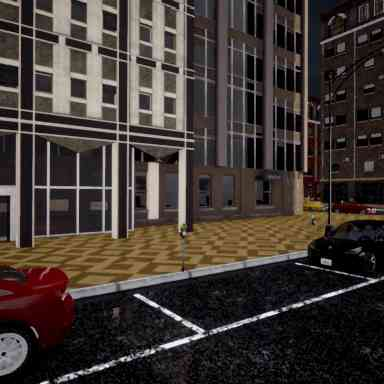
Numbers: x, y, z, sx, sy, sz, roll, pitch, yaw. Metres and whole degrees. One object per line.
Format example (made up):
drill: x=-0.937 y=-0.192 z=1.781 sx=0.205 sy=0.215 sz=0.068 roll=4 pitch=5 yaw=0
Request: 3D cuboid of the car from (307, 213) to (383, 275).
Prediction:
car: x=5.494 y=1.567 z=10.497 sx=4.313 sy=1.339 sz=1.947 roll=0 pitch=0 yaw=-36

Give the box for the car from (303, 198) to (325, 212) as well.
car: x=12.331 y=1.468 z=36.633 sx=1.752 sy=1.417 sz=4.829 roll=0 pitch=0 yaw=-36

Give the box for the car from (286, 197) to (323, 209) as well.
car: x=15.625 y=1.500 z=46.401 sx=1.752 sy=1.417 sz=4.829 roll=0 pitch=0 yaw=-36

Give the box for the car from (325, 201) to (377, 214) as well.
car: x=15.538 y=1.535 z=32.174 sx=1.802 sy=1.307 sz=4.206 roll=0 pitch=0 yaw=-36

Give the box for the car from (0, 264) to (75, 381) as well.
car: x=-3.756 y=1.545 z=3.874 sx=4.507 sy=1.381 sz=1.887 roll=0 pitch=0 yaw=-36
